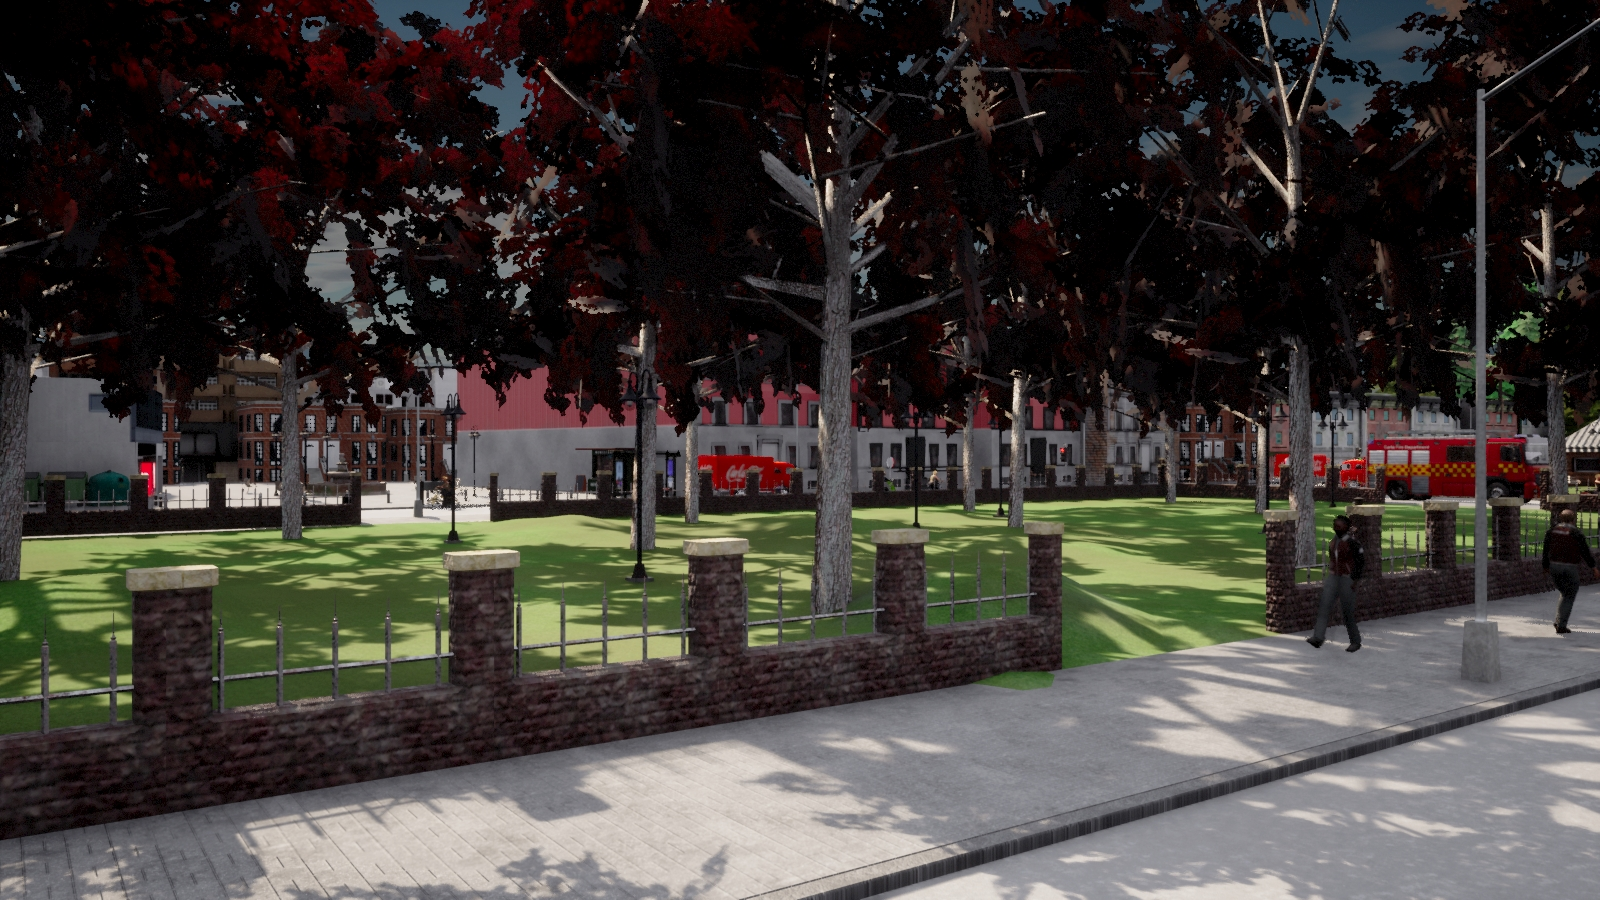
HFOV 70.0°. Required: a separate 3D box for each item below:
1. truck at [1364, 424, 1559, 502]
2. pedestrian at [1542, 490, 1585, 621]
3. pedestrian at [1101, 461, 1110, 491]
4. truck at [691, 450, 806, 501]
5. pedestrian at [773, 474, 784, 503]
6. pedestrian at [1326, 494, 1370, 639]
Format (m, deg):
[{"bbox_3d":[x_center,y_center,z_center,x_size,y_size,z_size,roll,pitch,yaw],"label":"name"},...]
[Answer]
[{"bbox_3d":[34.631,0.645,60.204,2.891,3.827,8.468,0,0,-34],"label":"truck"},{"bbox_3d":[11.066,1.515,16.562,0.375,1.860,0.375,0,0,-28],"label":"pedestrian"},{"bbox_3d":[18.924,1.606,70.753,0.375,1.860,0.375,0,0,42],"label":"pedestrian"},{"bbox_3d":[-2.592,1.314,57.884,5.204,2.467,2.627,2,-1,-35],"label":"truck"},{"bbox_3d":[-1.013,1.792,53.116,0.375,1.300,0.375,0,0,-35],"label":"pedestrian"},{"bbox_3d":[7.220,1.519,15.068,0.375,1.860,0.375,0,0,-30],"label":"pedestrian"}]
